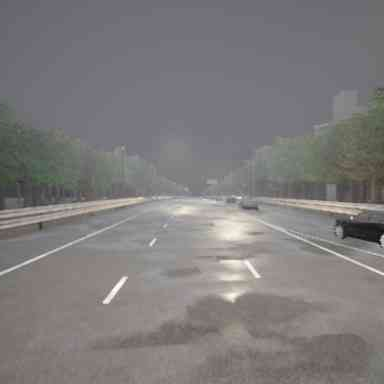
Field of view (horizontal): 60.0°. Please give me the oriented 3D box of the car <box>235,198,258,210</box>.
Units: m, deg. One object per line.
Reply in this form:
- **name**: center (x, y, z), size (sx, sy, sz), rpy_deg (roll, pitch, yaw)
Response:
- **car**: center (7.000, 1.560, 41.899), size (1.994, 1.385, 4.181), rpy_deg (0, 0, -1)

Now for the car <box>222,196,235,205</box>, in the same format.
- **car**: center (7.030, 1.529, 61.089), size (1.837, 1.490, 4.892), rpy_deg (0, 0, 0)

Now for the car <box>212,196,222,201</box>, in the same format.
- **car**: center (7.154, 1.798, 88.931), size (1.994, 1.385, 4.181), rpy_deg (0, -1, 0)

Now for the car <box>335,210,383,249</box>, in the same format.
- **car**: center (8.160, 1.489, 14.349), size (1.882, 1.535, 5.008), rpy_deg (0, 0, -8)
